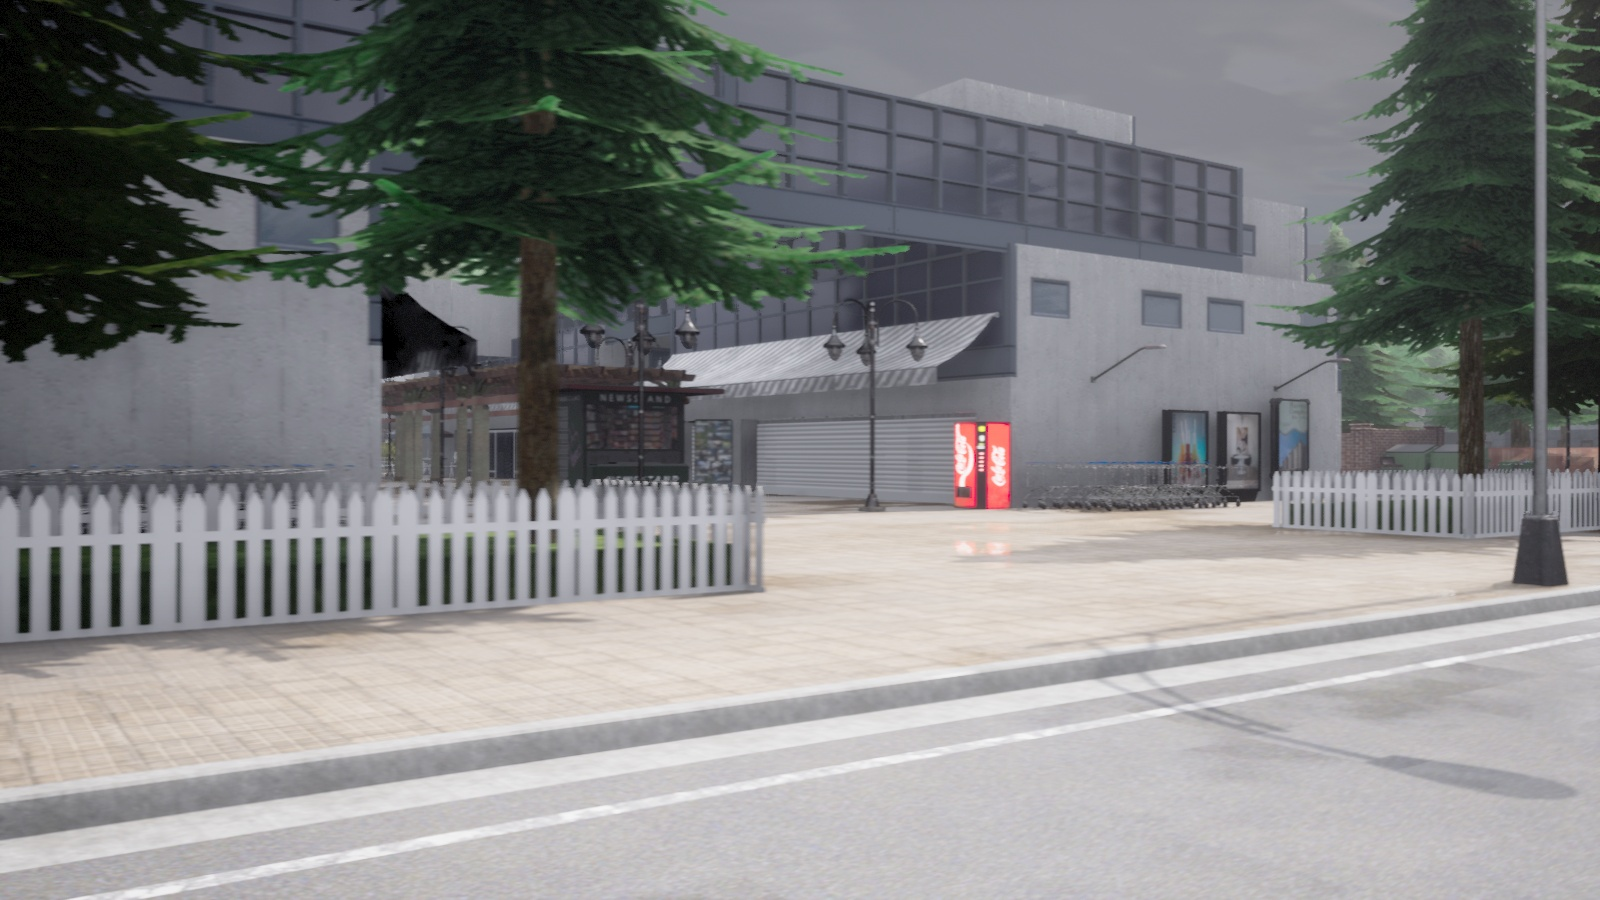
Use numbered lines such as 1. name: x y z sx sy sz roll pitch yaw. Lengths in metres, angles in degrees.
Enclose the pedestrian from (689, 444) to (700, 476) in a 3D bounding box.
1. pedestrian: -6.003 0.572 71.720 0.345 1.836 0.594 0 0 -38
